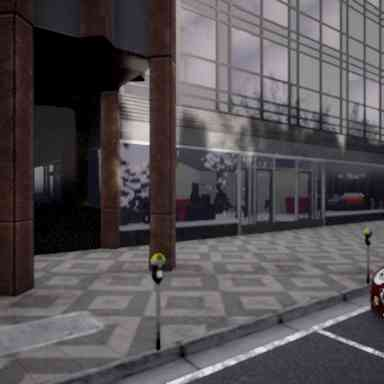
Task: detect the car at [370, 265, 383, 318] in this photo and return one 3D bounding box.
[{"bbox_3d":[5.049,1.442,6.096,4.097,1.590,1.967,0,0,-35],"label":"car"}]
